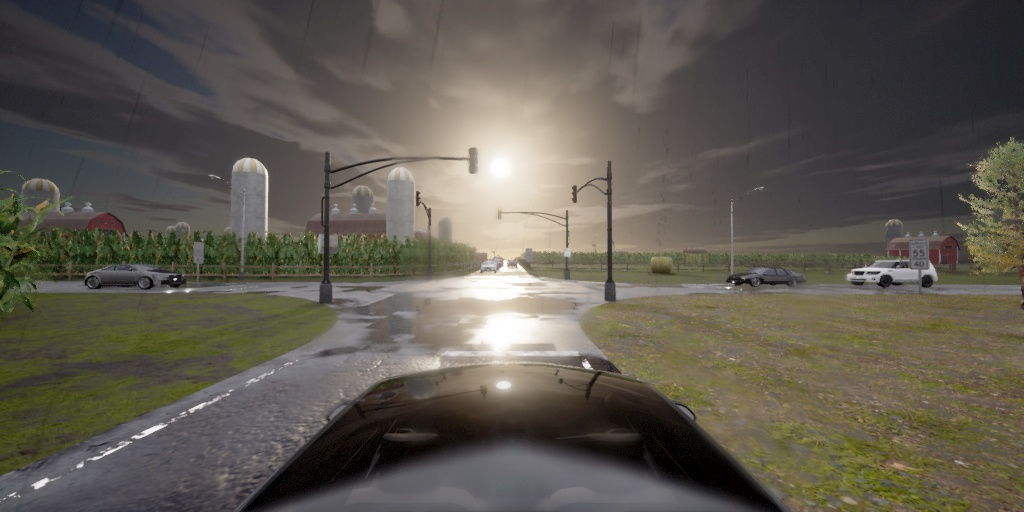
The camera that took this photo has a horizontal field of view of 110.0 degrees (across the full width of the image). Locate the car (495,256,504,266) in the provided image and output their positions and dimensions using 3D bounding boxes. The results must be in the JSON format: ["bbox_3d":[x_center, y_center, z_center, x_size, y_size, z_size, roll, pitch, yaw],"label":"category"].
[{"bbox_3d":[-2.864,1.298,62.624,1.882,1.535,5.008,0,0,0],"label":"car"}]

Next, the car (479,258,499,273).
[{"bbox_3d":[-2.800,1.314,43.446,1.812,1.442,4.674,0,0,-1],"label":"car"}]

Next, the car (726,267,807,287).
[{"bbox_3d":[18.685,1.526,26.366,5.357,1.411,2.033,1,-1,-8],"label":"car"}]

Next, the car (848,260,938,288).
[{"bbox_3d":[28.671,1.293,27.070,5.566,2.045,2.150,1,-1,-4],"label":"car"}]

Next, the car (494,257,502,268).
[{"bbox_3d":[-2.850,1.328,52.604,1.812,1.442,4.674,0,0,0],"label":"car"}]

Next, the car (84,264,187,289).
[{"bbox_3d":[-20.965,1.118,20.094,4.181,1.385,1.994,0,-1,-3],"label":"car"}]
